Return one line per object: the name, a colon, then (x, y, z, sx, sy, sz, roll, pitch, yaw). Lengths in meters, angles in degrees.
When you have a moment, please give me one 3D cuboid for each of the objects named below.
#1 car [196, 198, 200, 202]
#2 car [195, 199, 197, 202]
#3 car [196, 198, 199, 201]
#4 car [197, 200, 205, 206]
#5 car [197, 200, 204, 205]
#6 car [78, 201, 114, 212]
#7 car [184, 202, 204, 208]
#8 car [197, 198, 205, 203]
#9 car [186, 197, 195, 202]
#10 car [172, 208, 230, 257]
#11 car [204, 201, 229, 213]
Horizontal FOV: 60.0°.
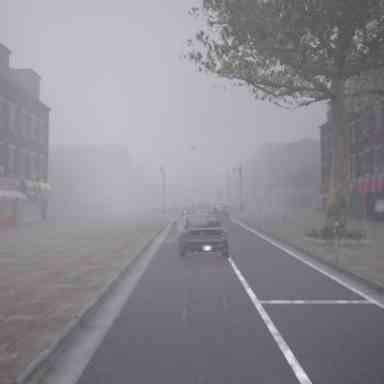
car: (2.383, 2.371, 64.514, 1.947, 1.339, 4.313, 1, -1, 0)
car: (2.312, 2.666, 80.824, 1.947, 1.339, 4.313, 1, -1, 0)
car: (2.360, 2.427, 70.120, 1.752, 1.417, 4.829, 1, -1, 0)
car: (2.288, 2.735, 86.430, 1.752, 1.417, 4.829, 1, -1, 0)
car: (2.265, 2.844, 91.867, 1.752, 1.417, 4.829, 1, -1, 0)
car: (-13.682, 2.124, 47.329, 4.892, 1.490, 1.837, 0, -3, 0)
car: (-0.044, 1.962, 33.408, 1.895, 1.301, 4.718, 0, -1, 0)
car: (2.407, 2.282, 59.078, 1.947, 1.339, 4.313, 1, -1, 0)
car: (-0.357, 2.207, 84.210, 2.150, 2.045, 5.566, 0, -1, 0)
car: (0.307, 1.639, 13.501, 1.837, 1.490, 4.892, 0, -1, -5)
car: (2.529, 1.788, 32.335, 1.967, 1.590, 4.097, 2, -1, 0)
